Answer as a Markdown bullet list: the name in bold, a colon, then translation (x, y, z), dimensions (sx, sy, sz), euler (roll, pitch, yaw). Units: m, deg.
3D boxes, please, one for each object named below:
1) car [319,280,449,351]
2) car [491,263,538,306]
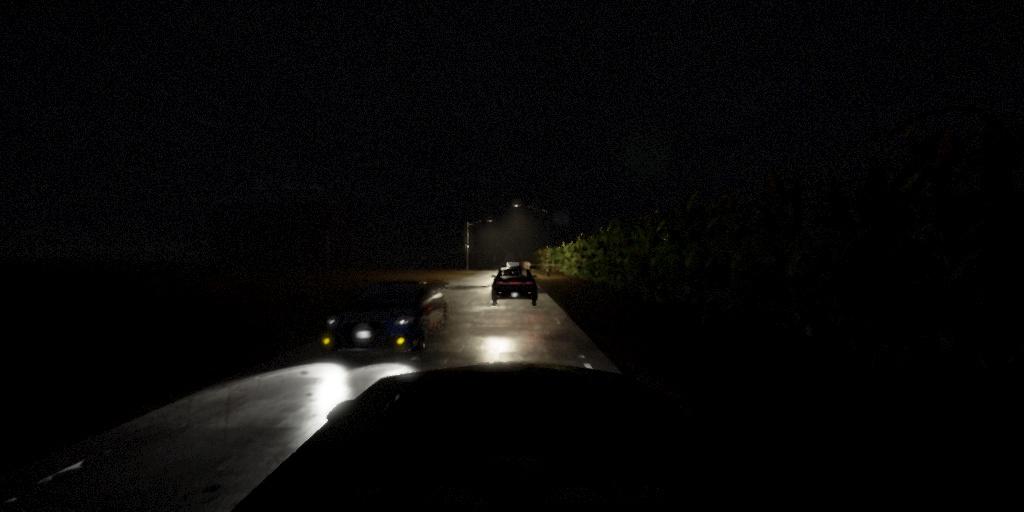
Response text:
- **car**: translation (-2.824, 1.312, 8.825), dimensions (1.994, 1.385, 4.181), euler (0, 0, 0)
- **car**: translation (0.102, 1.250, 15.857), dimensions (2.128, 1.511, 4.902), euler (0, 0, 0)
